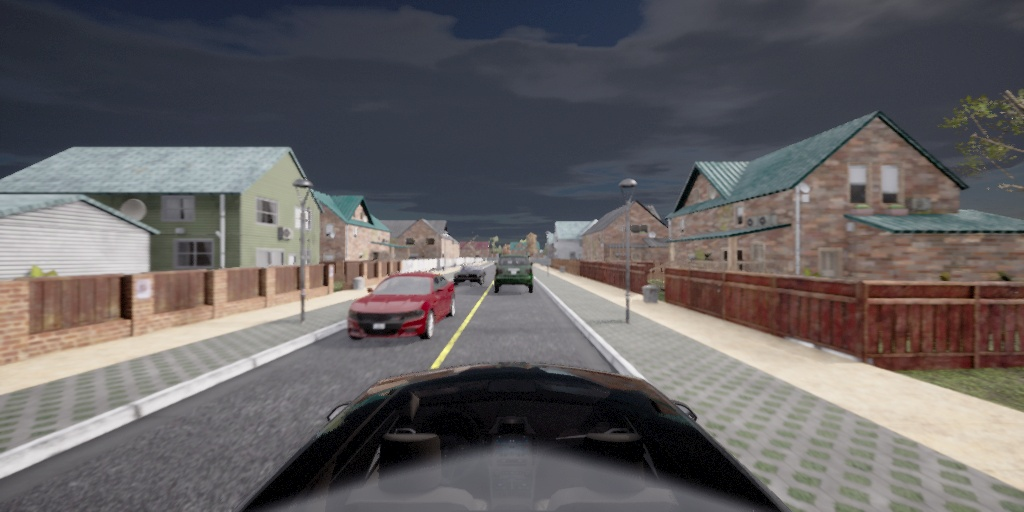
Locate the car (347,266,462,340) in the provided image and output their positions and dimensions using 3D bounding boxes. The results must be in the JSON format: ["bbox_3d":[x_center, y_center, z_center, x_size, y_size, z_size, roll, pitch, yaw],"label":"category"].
[{"bbox_3d":[-2.830,1.210,10.171,1.882,1.535,5.008,0,0,0],"label":"car"}]

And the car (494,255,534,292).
[{"bbox_3d":[0.094,0.937,21.164,2.150,2.045,5.566,0,0,0],"label":"car"}]

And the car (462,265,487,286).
[{"bbox_3d":[-2.859,1.310,25.133,1.895,1.301,4.718,0,0,0],"label":"car"}]
